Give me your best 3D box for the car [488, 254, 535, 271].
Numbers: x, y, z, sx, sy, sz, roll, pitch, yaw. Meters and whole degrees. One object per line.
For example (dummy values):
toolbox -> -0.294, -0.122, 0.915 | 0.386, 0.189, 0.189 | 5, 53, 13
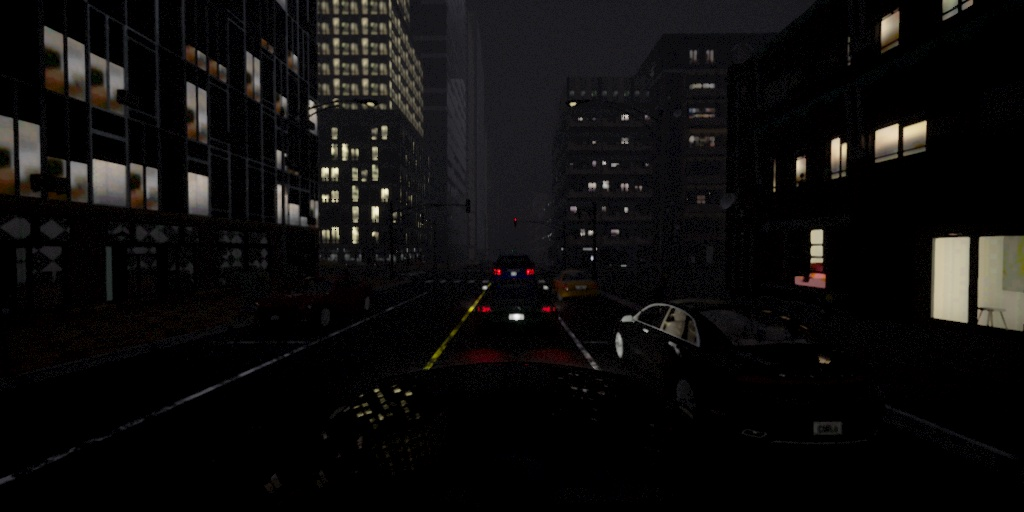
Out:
car -> 0.086, 0.917, 19.602 | 2.150, 2.045, 5.566 | 0, 0, 0

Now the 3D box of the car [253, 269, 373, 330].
car -> -5.825, 1.266, 11.072 | 1.888, 1.381, 4.507 | 0, 0, 0

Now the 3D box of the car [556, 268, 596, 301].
car -> 2.813, 1.229, 16.832 | 1.751, 1.417, 4.829 | 0, 0, 0

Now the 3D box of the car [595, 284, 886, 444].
car -> 2.817, 1.289, 5.374 | 2.007, 1.370, 4.403 | 0, 0, 0

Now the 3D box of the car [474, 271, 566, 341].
car -> 0.095, 1.289, 9.795 | 1.994, 1.385, 4.181 | 0, 0, 0

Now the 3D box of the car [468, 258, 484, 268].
car -> -5.713, 1.116, 54.444 | 1.751, 1.417, 4.829 | 0, 0, 0

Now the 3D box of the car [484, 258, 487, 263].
car -> -5.715, 1.140, 60.268 | 1.948, 1.339, 4.313 | 0, 0, 0

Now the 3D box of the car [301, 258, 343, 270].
car -> -21.683, 0.918, 40.289 | 4.829, 1.417, 1.751 | 0, 0, 1

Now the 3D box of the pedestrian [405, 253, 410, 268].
pedestrian -> -12.565, 0.554, 43.125 | 0.375, 1.860, 0.375 | 0, 1, 1

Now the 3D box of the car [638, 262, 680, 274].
car -> 16.293, 1.266, 39.807 | 4.403, 1.370, 2.007 | 0, 0, 1
